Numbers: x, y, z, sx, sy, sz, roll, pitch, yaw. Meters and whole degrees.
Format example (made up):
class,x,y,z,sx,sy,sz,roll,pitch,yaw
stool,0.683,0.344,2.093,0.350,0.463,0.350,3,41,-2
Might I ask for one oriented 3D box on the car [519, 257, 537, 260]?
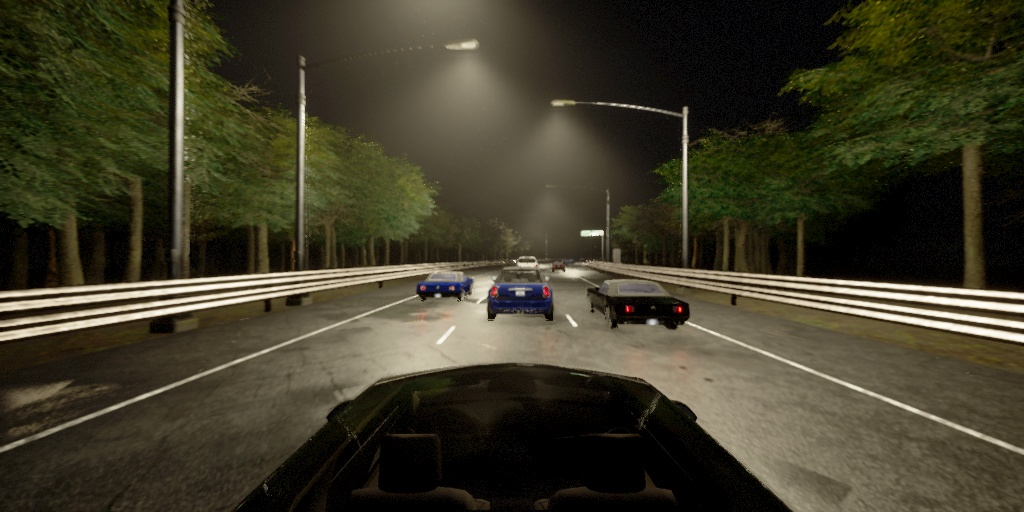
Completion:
class,x,y,z,sx,sy,sz,roll,pitch,yaw
car,1.602,1.099,35.725,2.150,2.045,5.566,0,0,5

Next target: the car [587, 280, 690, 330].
class,x,y,z,sx,sy,sz,roll,pitch,yaw
car,3.629,1.394,11.315,1.895,1.301,4.718,0,0,2

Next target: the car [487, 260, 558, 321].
class,x,y,z,sx,sy,sz,roll,pitch,yaw
car,0.305,1.146,12.894,2.097,1.767,4.553,0,0,1

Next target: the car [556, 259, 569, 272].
class,x,y,z,sx,sy,sz,roll,pitch,yaw
car,6.670,1.484,51.423,2.033,1.411,5.357,0,0,7

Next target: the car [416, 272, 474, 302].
class,x,y,z,sx,sy,sz,roll,pitch,yaw
car,-3.052,1.406,17.427,1.895,1.301,4.718,0,0,2
